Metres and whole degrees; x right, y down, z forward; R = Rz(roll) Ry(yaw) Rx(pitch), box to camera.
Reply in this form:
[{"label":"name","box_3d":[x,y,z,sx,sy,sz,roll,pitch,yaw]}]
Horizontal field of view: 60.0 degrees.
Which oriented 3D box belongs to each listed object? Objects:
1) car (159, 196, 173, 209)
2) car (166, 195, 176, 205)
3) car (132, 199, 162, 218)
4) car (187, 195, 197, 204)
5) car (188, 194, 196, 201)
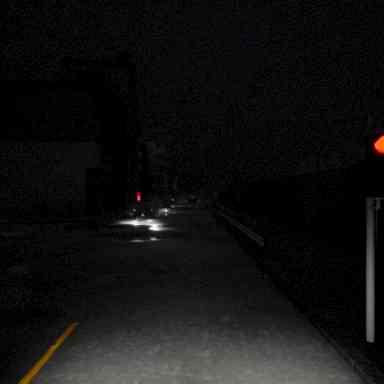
[{"label":"car","box_3d":[-4.067,1.564,45.774,1.994,1.385,4.181,0,0,0]},{"label":"car","box_3d":[-4.040,1.352,59.037,2.097,1.767,4.553,0,0,0]},{"label":"car","box_3d":[-4.075,1.601,29.764,1.895,1.301,4.718,0,0,0]},{"label":"car","box_3d":[0.040,1.491,66.313,2.128,1.511,4.902,0,0,0]},{"label":"car","box_3d":[0.044,1.310,76.733,1.882,1.535,5.008,0,0,0]}]
